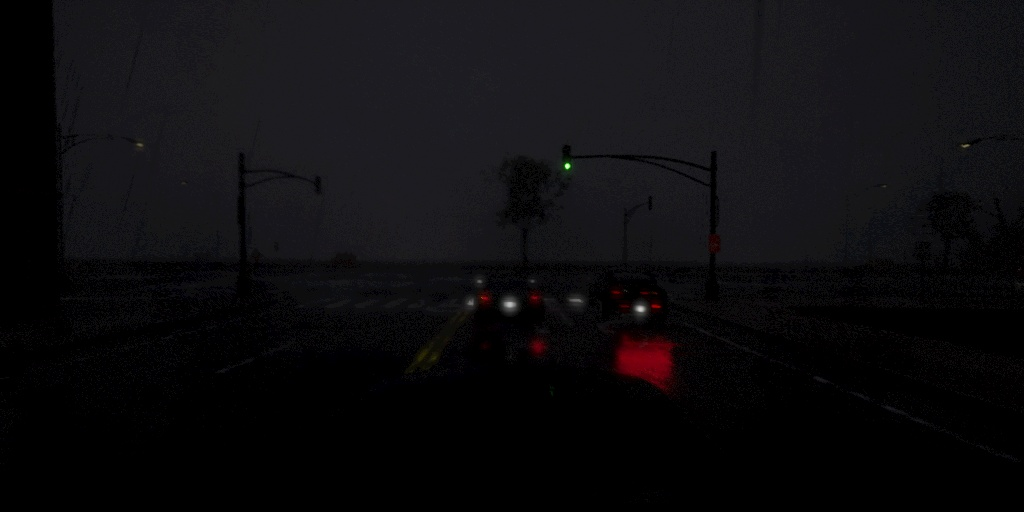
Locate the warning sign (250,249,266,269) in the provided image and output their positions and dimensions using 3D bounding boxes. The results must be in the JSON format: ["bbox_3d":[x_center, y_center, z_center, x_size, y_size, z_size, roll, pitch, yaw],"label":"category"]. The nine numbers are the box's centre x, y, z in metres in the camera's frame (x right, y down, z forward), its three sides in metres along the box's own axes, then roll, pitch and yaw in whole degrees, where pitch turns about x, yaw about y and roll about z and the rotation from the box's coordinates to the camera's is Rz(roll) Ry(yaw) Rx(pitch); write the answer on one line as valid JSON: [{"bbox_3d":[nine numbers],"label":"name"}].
[{"bbox_3d":[-23.465,0.268,32.970,1.060,1.860,1.300,0,0,1],"label":"warning sign"}]

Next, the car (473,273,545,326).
[{"bbox_3d":[-0.167,1.212,11.291,1.994,1.385,4.181,0,0,-3],"label":"car"}]

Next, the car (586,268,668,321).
[{"bbox_3d":[3.661,1.147,11.964,1.837,1.490,4.892,0,1,5],"label":"car"}]

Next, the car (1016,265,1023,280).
[{"bbox_3d":[44.038,1.057,28.461,5.566,2.045,2.150,1,1,2],"label":"car"}]
